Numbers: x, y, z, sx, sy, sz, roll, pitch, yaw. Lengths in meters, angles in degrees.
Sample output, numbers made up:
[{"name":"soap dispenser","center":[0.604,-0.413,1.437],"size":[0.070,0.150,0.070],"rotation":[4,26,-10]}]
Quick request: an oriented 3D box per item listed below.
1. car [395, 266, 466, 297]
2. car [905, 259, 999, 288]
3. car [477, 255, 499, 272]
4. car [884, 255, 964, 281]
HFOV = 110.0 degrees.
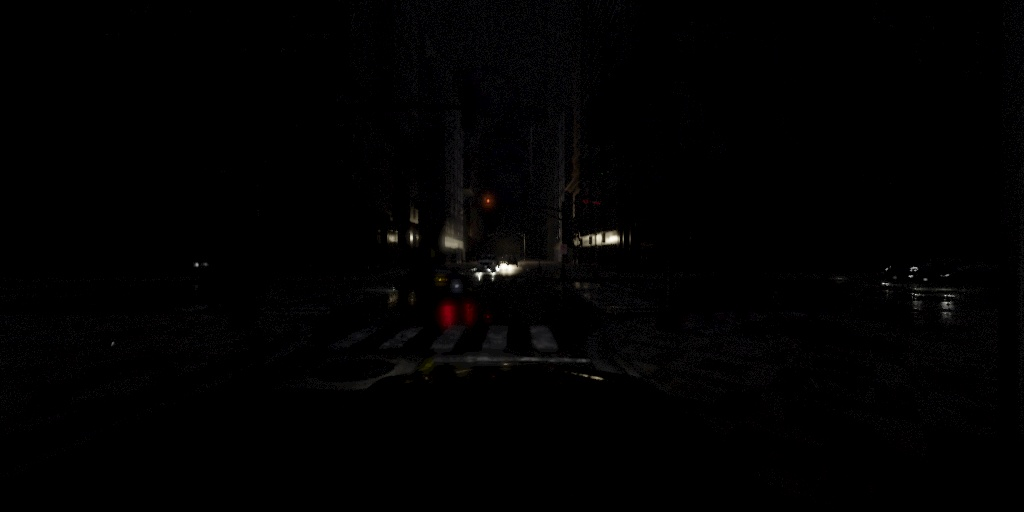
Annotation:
[{"name":"car","center":[-4.290,1.231,18.692],"size":[4.674,1.442,1.812],"rotation":[0,-1,44]},{"name":"car","center":[26.057,1.046,20.563],"size":[4.674,1.442,1.812],"rotation":[0,0,0]},{"name":"car","center":[-3.053,0.860,43.982],"size":[2.150,2.045,5.566],"rotation":[0,0,-1]},{"name":"car","center":[27.685,0.844,23.803],"size":[4.553,1.767,2.097],"rotation":[0,0,0]}]
